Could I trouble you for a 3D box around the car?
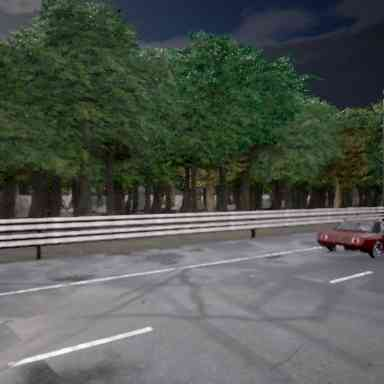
[{"bbox_3d":[7.147,1.737,13.235,4.718,1.301,1.895,1,0,-35],"label":"car"}]
